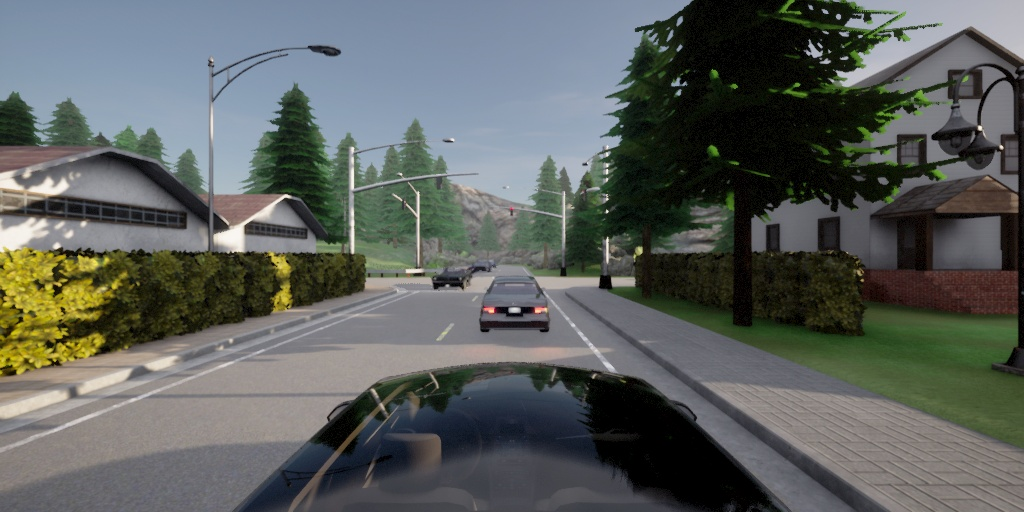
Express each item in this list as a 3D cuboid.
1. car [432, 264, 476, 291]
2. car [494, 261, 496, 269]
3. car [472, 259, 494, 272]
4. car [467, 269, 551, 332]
[{"bbox_3d":[-3.578,1.342,22.138,1.895,1.301,4.718,0,0,0],"label":"car"},{"bbox_3d":[-3.543,1.254,57.938,1.812,1.442,4.674,0,0,0],"label":"car"},{"bbox_3d":[-3.564,1.086,42.490,2.097,1.767,4.553,0,0,0],"label":"car"},{"bbox_3d":[0.079,1.294,10.770,2.033,1.411,5.357,0,0,0],"label":"car"}]
